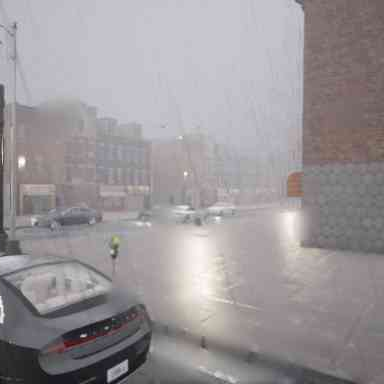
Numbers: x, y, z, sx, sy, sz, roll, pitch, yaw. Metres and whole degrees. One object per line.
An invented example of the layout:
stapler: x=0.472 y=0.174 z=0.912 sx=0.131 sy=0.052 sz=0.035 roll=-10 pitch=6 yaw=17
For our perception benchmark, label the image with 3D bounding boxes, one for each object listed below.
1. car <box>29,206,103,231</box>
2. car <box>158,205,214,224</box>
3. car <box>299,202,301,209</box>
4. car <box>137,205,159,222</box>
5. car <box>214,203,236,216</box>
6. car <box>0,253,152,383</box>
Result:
car: x=-8.278 y=1.677 z=22.271 sx=2.128 sy=1.511 sz=4.902 roll=1 pitch=0 yaw=36
car: x=-0.397 y=1.878 z=28.229 sx=1.812 sy=1.442 sz=4.674 roll=1 pitch=0 yaw=35
car: x=19.696 y=2.035 z=56.269 sx=1.882 sy=1.535 sz=5.008 roll=1 pitch=1 yaw=36
car: x=-2.540 y=1.862 z=30.292 sx=2.033 sy=1.411 sz=5.357 roll=1 pitch=0 yaw=35
car: x=3.442 y=1.960 z=38.625 sx=1.812 sy=1.442 sz=4.674 roll=1 pitch=0 yaw=36
car: x=-2.520 y=1.552 z=4.593 sx=4.403 sy=1.369 sz=2.008 roll=0 pitch=1 yaw=36
